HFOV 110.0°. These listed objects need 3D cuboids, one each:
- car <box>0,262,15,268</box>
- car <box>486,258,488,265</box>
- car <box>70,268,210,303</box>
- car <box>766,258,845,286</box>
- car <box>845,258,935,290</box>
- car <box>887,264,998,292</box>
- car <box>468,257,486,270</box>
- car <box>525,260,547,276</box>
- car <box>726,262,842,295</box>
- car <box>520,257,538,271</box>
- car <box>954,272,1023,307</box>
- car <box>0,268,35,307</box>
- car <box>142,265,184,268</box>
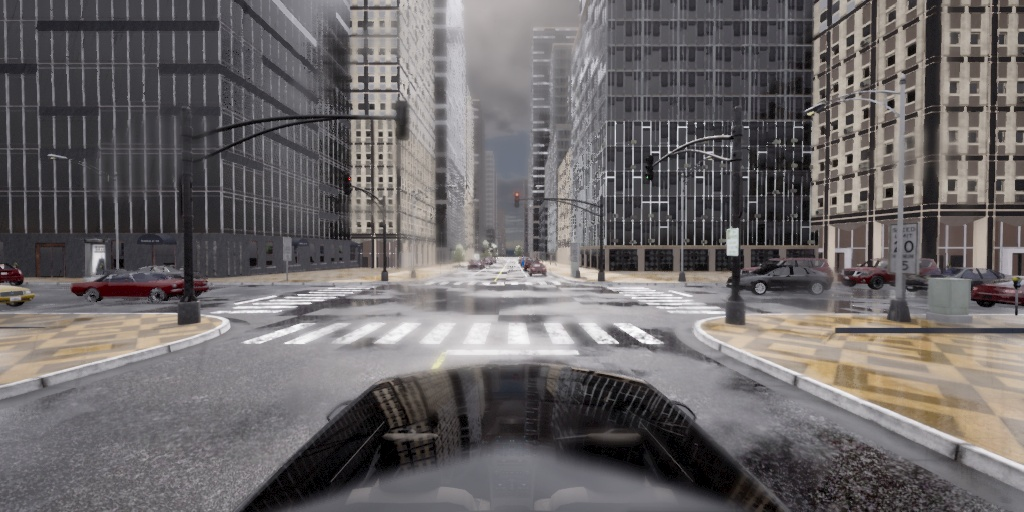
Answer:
[{"bbox_3d":[-26.392,1.207,16.189,5.008,1.535,1.882,0,1,0],"label":"car"},{"bbox_3d":[-5.277,1.307,58.034,1.802,1.307,4.207,0,0,0],"label":"car"},{"bbox_3d":[-16.599,1.345,16.196,4.718,1.301,1.895,0,1,2],"label":"car"},{"bbox_3d":[16.575,1.024,21.811,5.009,1.841,2.192,0,0,0],"label":"car"},{"bbox_3d":[22.907,1.032,21.821,5.009,1.841,2.192,0,0,0],"label":"car"},{"bbox_3d":[24.008,1.305,19.220,5.357,1.411,2.033,0,1,0],"label":"car"},{"bbox_3d":[-5.281,1.168,52.509,1.967,1.591,4.097,0,0,0],"label":"car"},{"bbox_3d":[2.556,1.319,35.955,1.802,1.307,4.207,0,0,0],"label":"car"},{"bbox_3d":[14.185,1.250,19.189,4.892,1.490,1.837,0,1,1],"label":"car"},{"bbox_3d":[2.584,1.046,47.004,2.192,1.841,5.009,0,0,0],"label":"car"},{"bbox_3d":[20.189,1.417,13.678,4.207,1.307,1.802,0,0,0],"label":"car"},{"bbox_3d":[-21.253,1.301,13.612,4.829,1.417,1.751,0,0,0],"label":"car"},{"bbox_3d":[-21.436,1.204,21.751,4.403,1.370,2.007,0,0,0],"label":"car"}]
